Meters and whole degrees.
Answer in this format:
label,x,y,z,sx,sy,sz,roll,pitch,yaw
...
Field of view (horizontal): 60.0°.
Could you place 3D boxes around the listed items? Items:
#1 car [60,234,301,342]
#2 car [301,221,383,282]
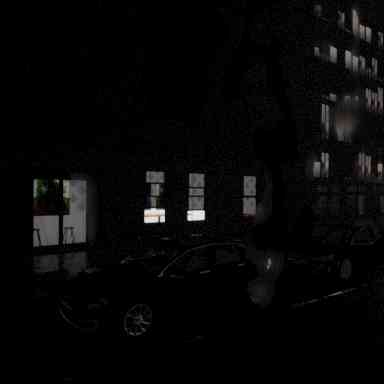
label,x,y,z,sx,sy,sz,roll,pitch,yaw
car,-0.191,1.551,6.401,4.403,1.369,2.008,0,0,-35
car,4.444,1.550,9.677,4.403,1.369,2.008,0,0,-35
